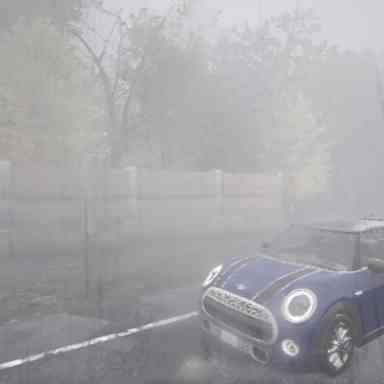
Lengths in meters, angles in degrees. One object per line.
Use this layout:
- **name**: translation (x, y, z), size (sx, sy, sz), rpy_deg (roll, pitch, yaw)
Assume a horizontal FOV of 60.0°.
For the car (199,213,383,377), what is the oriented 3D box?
- **car**: translation (2.317, 1.292, 5.626), size (4.553, 1.767, 2.097), rpy_deg (-1, 2, -36)
